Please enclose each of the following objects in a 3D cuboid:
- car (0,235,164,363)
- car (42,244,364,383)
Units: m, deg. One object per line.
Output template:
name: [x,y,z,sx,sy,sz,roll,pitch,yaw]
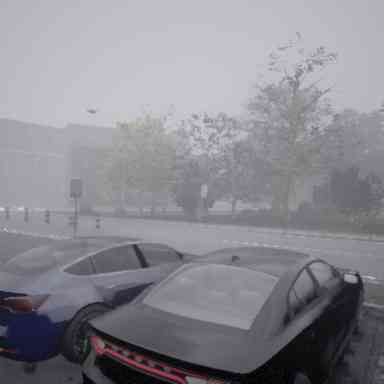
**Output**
car: [-1.276,1.522,6.089,2.163,1.488,4.792,0,0,35]
car: [0.966,1.485,4.450,2.097,1.535,5.008,0,0,35]
